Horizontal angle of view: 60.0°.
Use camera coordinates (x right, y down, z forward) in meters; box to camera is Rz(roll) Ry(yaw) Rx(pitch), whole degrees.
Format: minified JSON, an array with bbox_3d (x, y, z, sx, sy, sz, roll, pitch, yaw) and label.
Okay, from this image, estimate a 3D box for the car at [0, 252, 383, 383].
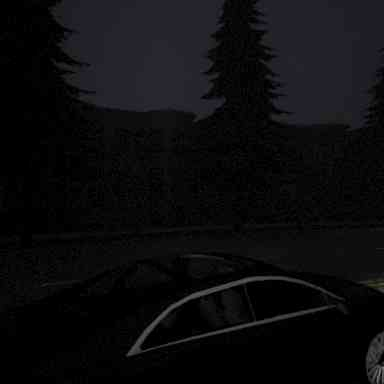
[{"bbox_3d":[0.408,1.468,3.711,4.902,1.511,2.128,0,0,-32],"label":"car"}]
